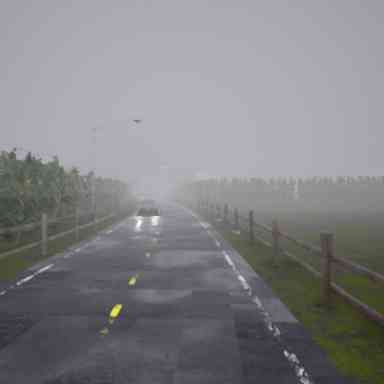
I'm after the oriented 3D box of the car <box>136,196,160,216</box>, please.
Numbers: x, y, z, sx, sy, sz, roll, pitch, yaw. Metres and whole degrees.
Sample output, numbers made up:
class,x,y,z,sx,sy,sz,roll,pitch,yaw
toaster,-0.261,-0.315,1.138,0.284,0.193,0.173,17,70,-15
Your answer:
class,x,y,z,sx,sy,sz,roll,pitch,yaw
car,-4.145,1.416,31.770,1.837,1.490,4.892,0,0,-4
